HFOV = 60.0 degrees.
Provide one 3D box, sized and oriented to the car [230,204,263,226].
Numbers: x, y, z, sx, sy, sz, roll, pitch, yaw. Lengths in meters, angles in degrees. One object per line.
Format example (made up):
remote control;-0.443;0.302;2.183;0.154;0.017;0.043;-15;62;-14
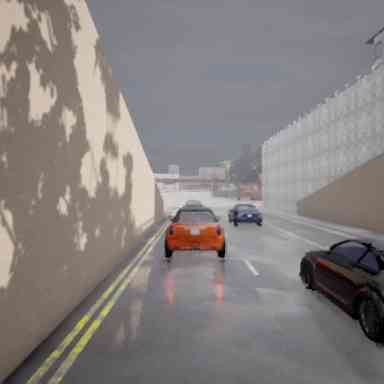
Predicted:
car;3.604;1.537;23.148;2.033;1.411;5.357;0;0;1

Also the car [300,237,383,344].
car;3.603;1.561;6.425;1.994;1.385;4.181;0;0;0

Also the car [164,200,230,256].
car;0.105;1.345;13.142;2.097;1.767;4.553;0;0;0

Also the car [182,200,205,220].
car;0.112;1.491;29.369;1.837;1.490;4.892;0;0;0
